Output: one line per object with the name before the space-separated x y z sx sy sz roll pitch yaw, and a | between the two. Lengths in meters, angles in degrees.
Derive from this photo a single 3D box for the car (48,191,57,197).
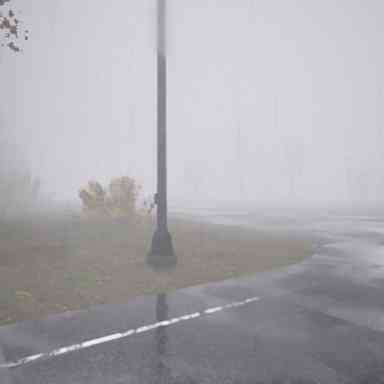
car | -35.661 0.476 85.039 1.994 1.385 4.181 -1 1 -28
